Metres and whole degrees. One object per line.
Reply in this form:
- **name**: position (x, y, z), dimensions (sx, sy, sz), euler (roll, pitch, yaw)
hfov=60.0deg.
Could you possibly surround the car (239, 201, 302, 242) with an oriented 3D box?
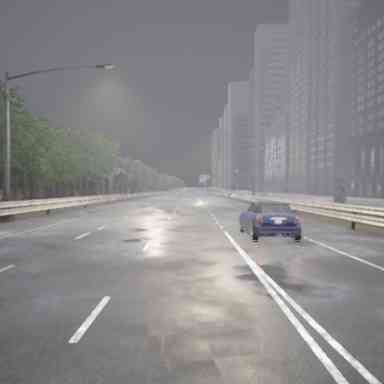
- **car**: position (3.551, 1.220, 15.847), dimensions (2.097, 1.767, 4.553), euler (0, 1, -1)
